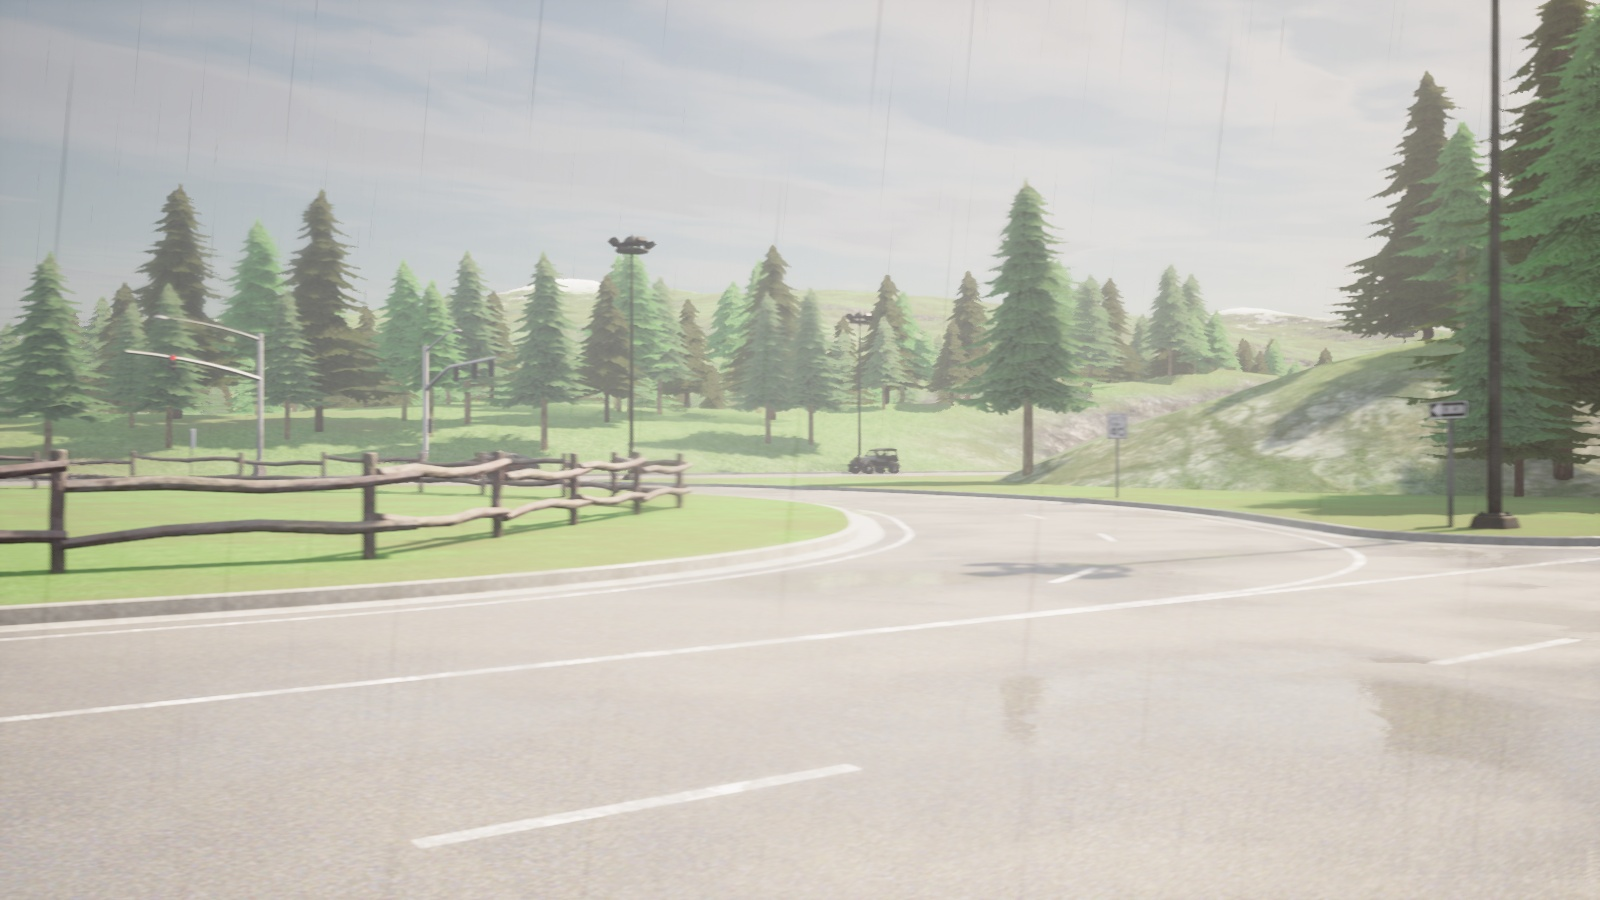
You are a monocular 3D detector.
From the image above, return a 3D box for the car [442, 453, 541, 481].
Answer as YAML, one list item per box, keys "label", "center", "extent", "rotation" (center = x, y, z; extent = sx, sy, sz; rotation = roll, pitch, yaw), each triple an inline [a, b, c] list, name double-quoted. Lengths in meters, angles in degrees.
- label: "car"
  center: [-17.208, 0.912, 70.068]
  extent: [4.902, 1.511, 2.128]
  rotation: [0, 0, -35]

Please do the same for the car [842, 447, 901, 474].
- label: "car"
  center: [5.137, 0.756, 89.768]
  extent: [3.866, 1.878, 1.905]
  rotation: [0, 0, -35]
